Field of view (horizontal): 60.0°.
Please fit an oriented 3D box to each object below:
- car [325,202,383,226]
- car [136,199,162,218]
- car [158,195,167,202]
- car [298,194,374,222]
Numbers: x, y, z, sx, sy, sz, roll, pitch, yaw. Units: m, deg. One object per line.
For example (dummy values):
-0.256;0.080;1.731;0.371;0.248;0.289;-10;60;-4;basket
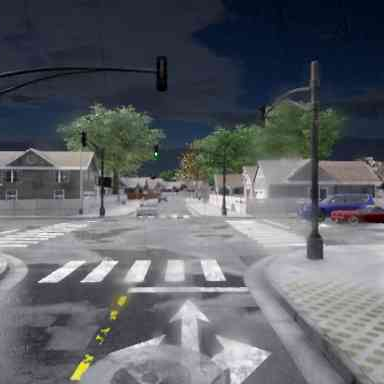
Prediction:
11.643;1.520;21.813;4.718;1.301;1.895;0;0;-2;car
-3.903;1.587;29.797;1.895;1.301;4.718;0;0;-4;car
-6.320;1.437;71.489;2.033;1.411;5.357;0;0;-2;car
10.929;1.163;25.044;5.566;2.045;2.150;0;0;-2;car
